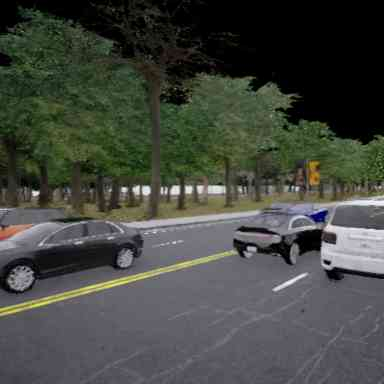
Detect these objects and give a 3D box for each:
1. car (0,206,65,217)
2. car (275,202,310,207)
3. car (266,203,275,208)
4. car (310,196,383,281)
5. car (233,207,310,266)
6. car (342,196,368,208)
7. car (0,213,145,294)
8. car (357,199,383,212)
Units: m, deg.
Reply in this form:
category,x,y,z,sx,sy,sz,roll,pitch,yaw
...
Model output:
category,x,y,z,sx,sy,sz,roll,pitch,yaw
car,-6.043,1.293,10.853,2.097,1.767,4.553,0,0,39
car,7.796,1.485,22.743,1.882,1.535,5.008,0,0,39
car,7.477,1.537,27.505,2.033,1.411,5.357,0,0,39
car,5.348,1.235,9.105,2.150,2.045,5.566,0,0,39
car,3.312,1.493,11.749,2.128,1.511,4.902,0,0,39
car,22.691,1.382,46.146,2.128,1.511,4.902,0,1,40
car,-3.457,1.465,8.884,1.837,1.490,4.892,0,0,39
car,20.760,1.519,38.678,1.994,1.385,4.181,0,1,39
